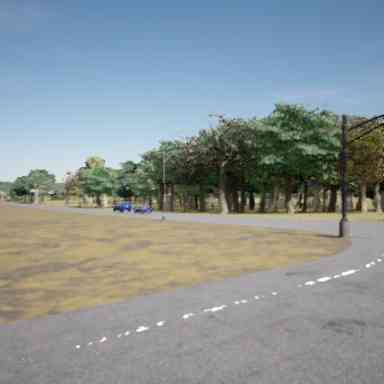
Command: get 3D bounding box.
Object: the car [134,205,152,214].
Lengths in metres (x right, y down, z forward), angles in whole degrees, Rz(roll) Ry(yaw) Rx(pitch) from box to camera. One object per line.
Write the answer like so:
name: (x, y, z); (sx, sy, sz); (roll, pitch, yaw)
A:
car: (-8.729, 3.129, 59.377); (1.812, 1.442, 4.674); (0, -2, -33)

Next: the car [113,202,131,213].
car: (-14.226, 3.059, 67.784); (2.150, 2.045, 5.566); (0, -2, -33)
